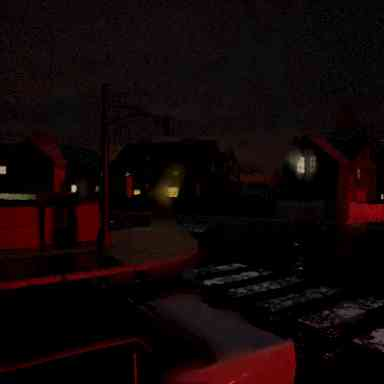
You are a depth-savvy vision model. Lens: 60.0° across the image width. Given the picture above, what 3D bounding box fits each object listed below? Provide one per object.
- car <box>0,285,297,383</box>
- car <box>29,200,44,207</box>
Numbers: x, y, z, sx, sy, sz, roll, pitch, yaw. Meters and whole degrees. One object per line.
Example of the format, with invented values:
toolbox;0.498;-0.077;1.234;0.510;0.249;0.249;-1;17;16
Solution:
car;-1.400;1.604;2.563;4.718;1.301;1.895;1;0;-35
car;-10.546;1.182;22.125;4.718;1.301;1.895;1;0;19
